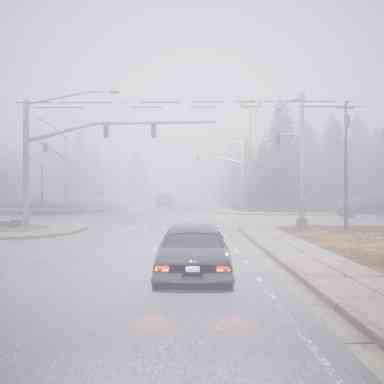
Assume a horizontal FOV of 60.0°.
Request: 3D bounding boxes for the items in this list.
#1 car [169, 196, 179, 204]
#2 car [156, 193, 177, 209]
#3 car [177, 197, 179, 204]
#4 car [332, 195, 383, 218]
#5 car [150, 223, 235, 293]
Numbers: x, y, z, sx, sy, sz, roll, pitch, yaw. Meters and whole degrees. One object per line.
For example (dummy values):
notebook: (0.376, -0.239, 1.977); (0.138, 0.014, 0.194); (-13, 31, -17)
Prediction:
car: (-3.540, 1.526, 65.937); (1.812, 1.442, 4.674); (0, 0, 1)
car: (-3.677, 1.221, 45.653); (2.150, 2.045, 5.566); (0, 0, 0)
car: (-3.665, 1.352, 55.663); (2.097, 1.767, 4.553); (0, 0, 0)
car: (15.547, 1.248, 29.646); (5.566, 2.045, 2.150); (0, 0, 1)
car: (0.034, 1.545, 9.000); (2.033, 1.411, 5.357); (0, 0, 1)
